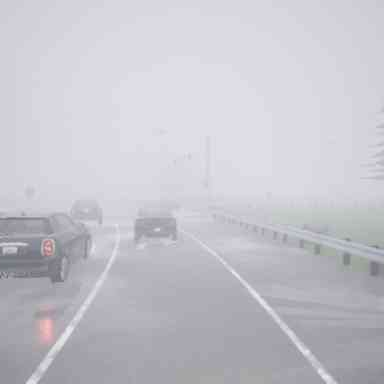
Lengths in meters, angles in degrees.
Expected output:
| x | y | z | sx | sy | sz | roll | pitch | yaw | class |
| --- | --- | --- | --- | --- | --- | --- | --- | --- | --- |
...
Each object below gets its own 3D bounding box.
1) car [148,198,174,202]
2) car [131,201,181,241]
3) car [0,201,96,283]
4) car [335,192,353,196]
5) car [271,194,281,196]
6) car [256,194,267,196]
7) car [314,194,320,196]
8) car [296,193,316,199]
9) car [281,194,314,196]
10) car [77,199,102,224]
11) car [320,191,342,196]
| x | y | z | sx | sy | sz | roll | pitch | yaw | class |
| --- | --- | --- | --- | --- | --- | --- | --- | --- | --- |
| -3.090 | 1.362 | 35.471 | 2.163 | 1.488 | 4.792 | 0 | 0 | 33 | car |
| -1.916 | 1.413 | 16.301 | 1.882 | 1.535 | 5.008 | 0 | 0 | -11 | car |
| -4.329 | 1.322 | 9.604 | 2.097 | 1.767 | 4.553 | 0 | 0 | -7 | car |
| 35.959 | 1.175 | 76.849 | 4.718 | 1.301 | 1.895 | 0 | 0 | -31 | car |
| 19.826 | 1.180 | 72.282 | 5.357 | 1.411 | 2.033 | 0 | 0 | -21 | car |
| 17.567 | 1.158 | 75.148 | 4.674 | 1.442 | 1.812 | 0 | 0 | -21 | car |
| 31.314 | 1.109 | 82.169 | 5.357 | 1.411 | 2.033 | 0 | 0 | -31 | car |
| 29.095 | 1.102 | 84.904 | 5.357 | 1.411 | 2.033 | 0 | 0 | -31 | car |
| 21.972 | 1.187 | 69.378 | 5.357 | 1.411 | 2.033 | 0 | 0 | -21 | car |
| -7.559 | 1.270 | 23.815 | 2.097 | 1.767 | 4.553 | 0 | 0 | -17 | car |
| 34.083 | 0.797 | 79.814 | 5.566 | 2.045 | 2.150 | 0 | 0 | -31 | car |
